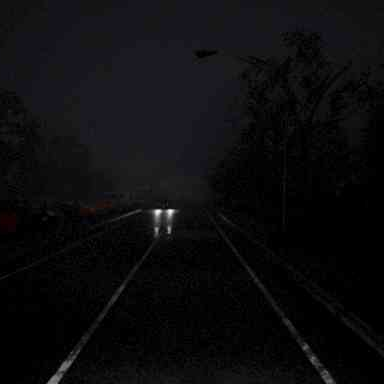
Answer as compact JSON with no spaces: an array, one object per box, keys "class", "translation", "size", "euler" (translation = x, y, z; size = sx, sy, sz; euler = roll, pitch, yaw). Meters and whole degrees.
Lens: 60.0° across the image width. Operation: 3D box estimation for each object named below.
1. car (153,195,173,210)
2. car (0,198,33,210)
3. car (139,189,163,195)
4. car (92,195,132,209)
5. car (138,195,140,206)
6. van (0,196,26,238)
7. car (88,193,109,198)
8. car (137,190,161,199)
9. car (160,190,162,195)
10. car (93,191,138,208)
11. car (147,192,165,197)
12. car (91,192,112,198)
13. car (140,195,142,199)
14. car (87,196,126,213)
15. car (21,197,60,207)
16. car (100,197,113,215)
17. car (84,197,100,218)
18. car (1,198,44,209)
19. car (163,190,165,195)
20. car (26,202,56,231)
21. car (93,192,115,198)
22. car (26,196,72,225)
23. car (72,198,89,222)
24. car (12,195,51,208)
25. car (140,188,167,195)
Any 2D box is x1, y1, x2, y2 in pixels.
[{"class":"car","translation":[-3.388,1.415,42.018],"size":[1.837,1.490,4.892],"euler":[0,0,0]},{"class":"car","translation":[-23.268,1.516,42.878],"size":[4.674,1.452,2.002],"euler":[0,0,0]},{"class":"car","translation":[-10.400,0.706,83.774],"size":[4.553,1.767,2.185],"euler":[0,0,0]},{"class":"car","translation":[-10.382,1.462,40.063],"size":[5.366,1.575,1.946],"euler":[0,0,0]},{"class":"car","translation":[-10.191,1.490,45.615],"size":[5.008,1.535,2.097],"euler":[0,0,0]},{"class":"van","translation":[-10.364,1.213,15.087],"size":[4.442,1.987,1.878],"euler":[0,0,0]},{"class":"car","translation":[-23.452,0.871,83.617],"size":[4.674,1.452,2.002],"euler":[0,0,0]},{"class":"car","translation":[-10.355,0.878,78.204],"size":[4.792,1.488,2.163],"euler":[0,0,0]},{"class":"car","translation":[-10.406,0.870,80.988],"size":[4.792,1.488,2.163],"euler":[0,0,0]},{"class":"car","translation":[-10.220,1.226,42.840],"size":[5.566,2.045,2.435],"euler":[0,0,0]},{"class":"car","translation":[-10.308,0.740,94.915],"size":[4.792,1.488,2.163],"euler":[0,1,0]},{"class":"car","translation":[-23.469,0.844,86.529],"size":[4.792,1.488,2.163],"euler":[0,0,0]},{"class":"car","translation":[-10.151,1.532,48.391],"size":[4.792,1.488,2.163],"euler":[0,0,0]},{"class":"car","translation":[-10.023,1.438,34.510],"size":[5.366,1.575,1.946],"euler":[0,0,0]},{"class":"car","translation":[-23.250,1.512,51.065],"size":[5.008,1.535,2.097],"euler":[0,0,0]},{"class":"car","translation":[-10.034,1.415,28.837],"size":[5.366,1.575,1.946],"euler":[0,0,0]},{"class":"car","translation":[-10.410,1.409,26.185],"size":[5.366,1.575,1.946],"euler":[0,0,0]},{"class":"car","translation":[-23.236,1.518,45.648],"size":[4.792,1.488,2.163],"euler":[0,0,0]},{"class":"car","translation":[-10.355,0.816,86.553],"size":[5.008,1.535,2.097],"euler":[0,1,0]},{"class":"car","translation":[-10.271,1.456,17.865],"size":[4.792,1.488,2.163],"euler":[0,0,0]},{"class":"car","translation":[-23.618,0.786,89.321],"size":[5.366,1.575,1.946],"euler":[0,1,0]},{"class":"car","translation":[-10.267,1.292,20.637],"size":[4.553,1.767,2.185],"euler":[0,0,0]},{"class":"car","translation":[-10.224,1.413,23.417],"size":[4.892,1.521,2.231],"euler":[0,0,0]},{"class":"car","translation":[-23.292,1.375,48.294],"size":[4.553,1.767,2.185],"euler":[0,0,0]},{"class":"car","translation":[-10.381,0.539,89.344],"size":[5.566,2.045,2.435],"euler":[0,1,0]}]
